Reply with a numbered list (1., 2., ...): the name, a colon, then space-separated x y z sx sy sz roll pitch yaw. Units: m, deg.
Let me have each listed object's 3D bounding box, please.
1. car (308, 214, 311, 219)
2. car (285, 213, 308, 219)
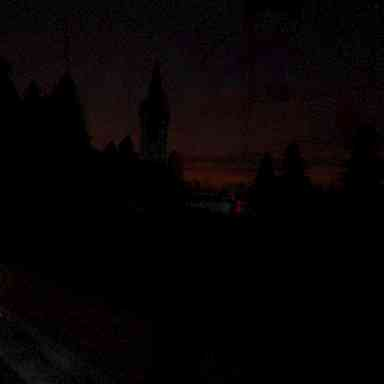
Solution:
1. car: 26.310 5.774 80.743 5.027 1.636 2.152 0 -3 42
2. car: 24.238 5.609 78.394 4.514 1.523 2.007 0 -3 42
